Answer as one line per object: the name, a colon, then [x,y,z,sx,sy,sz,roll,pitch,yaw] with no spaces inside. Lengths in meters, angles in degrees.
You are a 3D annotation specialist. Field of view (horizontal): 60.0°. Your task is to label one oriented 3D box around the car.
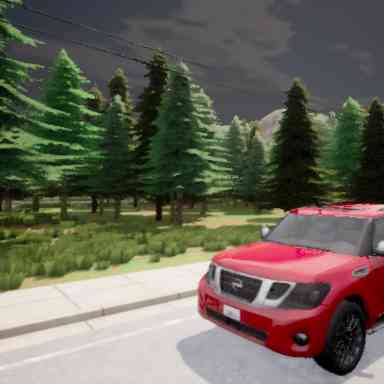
car: [2.731,1.262,6.045,5.566,2.045,2.150,1,-1,-37]
